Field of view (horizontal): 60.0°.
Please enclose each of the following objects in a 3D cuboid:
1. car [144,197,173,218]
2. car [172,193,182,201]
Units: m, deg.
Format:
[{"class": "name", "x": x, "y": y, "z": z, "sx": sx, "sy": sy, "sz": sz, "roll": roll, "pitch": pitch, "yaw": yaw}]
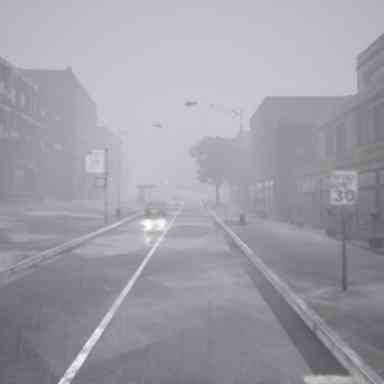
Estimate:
[{"class": "car", "x": -3.134, "y": 1.479, "z": 29.953, "sx": 2.128, "sy": 1.511, "sz": 4.902, "roll": 0, "pitch": 0, "yaw": 0}, {"class": "car", "x": -3.306, "y": 0.983, "z": 72.074, "sx": 2.097, "sy": 1.767, "sz": 4.553, "roll": 0, "pitch": 1, "yaw": 0}]
